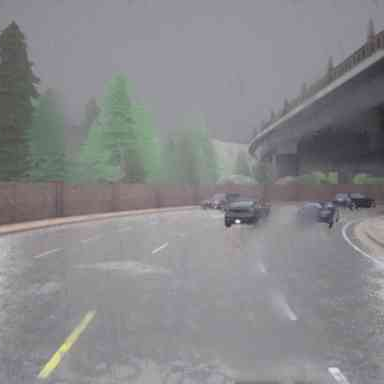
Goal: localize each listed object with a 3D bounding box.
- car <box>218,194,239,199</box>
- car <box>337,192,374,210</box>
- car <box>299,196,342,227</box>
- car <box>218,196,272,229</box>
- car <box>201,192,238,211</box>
[{"bbox_3d":[4.383,1.110,27.562,1.994,1.385,4.181,1,1,40],"label":"car"},{"bbox_3d":[15.911,0.815,32.747,4.553,1.767,2.097,-1,1,-32],"label":"car"},{"bbox_3d":[7.633,1.198,19.908,1.812,1.442,4.674,0,1,29],"label":"car"},{"bbox_3d":[3.297,1.190,19.082,1.837,1.490,4.892,0,1,23],"label":"car"},{"bbox_3d":[2.881,0.840,31.096,2.097,1.767,4.553,1,1,43],"label":"car"}]
